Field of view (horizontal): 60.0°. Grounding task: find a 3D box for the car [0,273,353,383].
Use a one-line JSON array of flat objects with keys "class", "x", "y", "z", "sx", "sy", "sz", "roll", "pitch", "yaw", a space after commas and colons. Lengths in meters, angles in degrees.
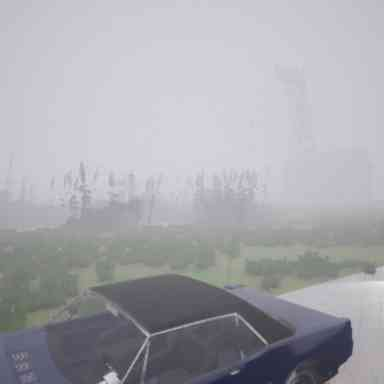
[{"class": "car", "x": -0.605, "y": 1.607, "z": 3.060, "sx": 4.718, "sy": 1.301, "sz": 1.895, "roll": 0, "pitch": 0, "yaw": -36}]
